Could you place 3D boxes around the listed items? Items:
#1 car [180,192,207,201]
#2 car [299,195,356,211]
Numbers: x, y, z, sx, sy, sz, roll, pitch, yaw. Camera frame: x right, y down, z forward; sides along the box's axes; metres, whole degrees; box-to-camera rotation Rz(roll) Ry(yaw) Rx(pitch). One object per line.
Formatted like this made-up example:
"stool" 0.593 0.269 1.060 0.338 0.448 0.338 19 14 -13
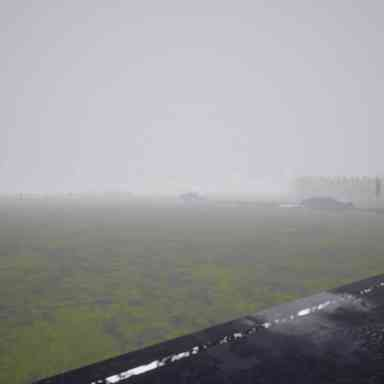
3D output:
"car" 0.164 0.696 52.416 2.033 1.411 5.357 -1 2 -35
"car" 13.566 1.045 33.671 2.033 1.411 5.357 -1 2 -36
